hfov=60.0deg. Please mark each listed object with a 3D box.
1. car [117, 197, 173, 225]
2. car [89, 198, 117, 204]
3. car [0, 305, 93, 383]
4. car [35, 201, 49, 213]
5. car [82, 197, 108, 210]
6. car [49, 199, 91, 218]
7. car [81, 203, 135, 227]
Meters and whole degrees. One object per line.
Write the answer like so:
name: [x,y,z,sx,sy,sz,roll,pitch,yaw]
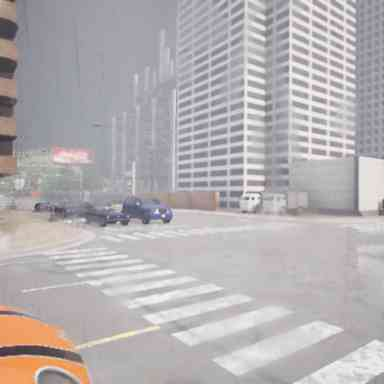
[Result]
car: [-3.692,1.406,26.640,2.150,2.045,5.566,1,0,-36]
car: [-9.326,1.692,34.497,1.837,1.490,4.892,1,0,-36]
car: [-2.877,1.341,1.886,4.553,1.767,2.097,1,0,-34]
car: [-17.590,1.721,40.068,1.994,1.385,4.181,1,0,-35]
car: [-13.670,1.579,46.897,2.097,1.767,4.553,1,0,-36]
car: [-11.819,1.701,31.964,2.033,1.411,5.357,1,0,-36]
car: [-6.201,1.751,24.124,1.895,1.301,4.718,1,0,-36]
